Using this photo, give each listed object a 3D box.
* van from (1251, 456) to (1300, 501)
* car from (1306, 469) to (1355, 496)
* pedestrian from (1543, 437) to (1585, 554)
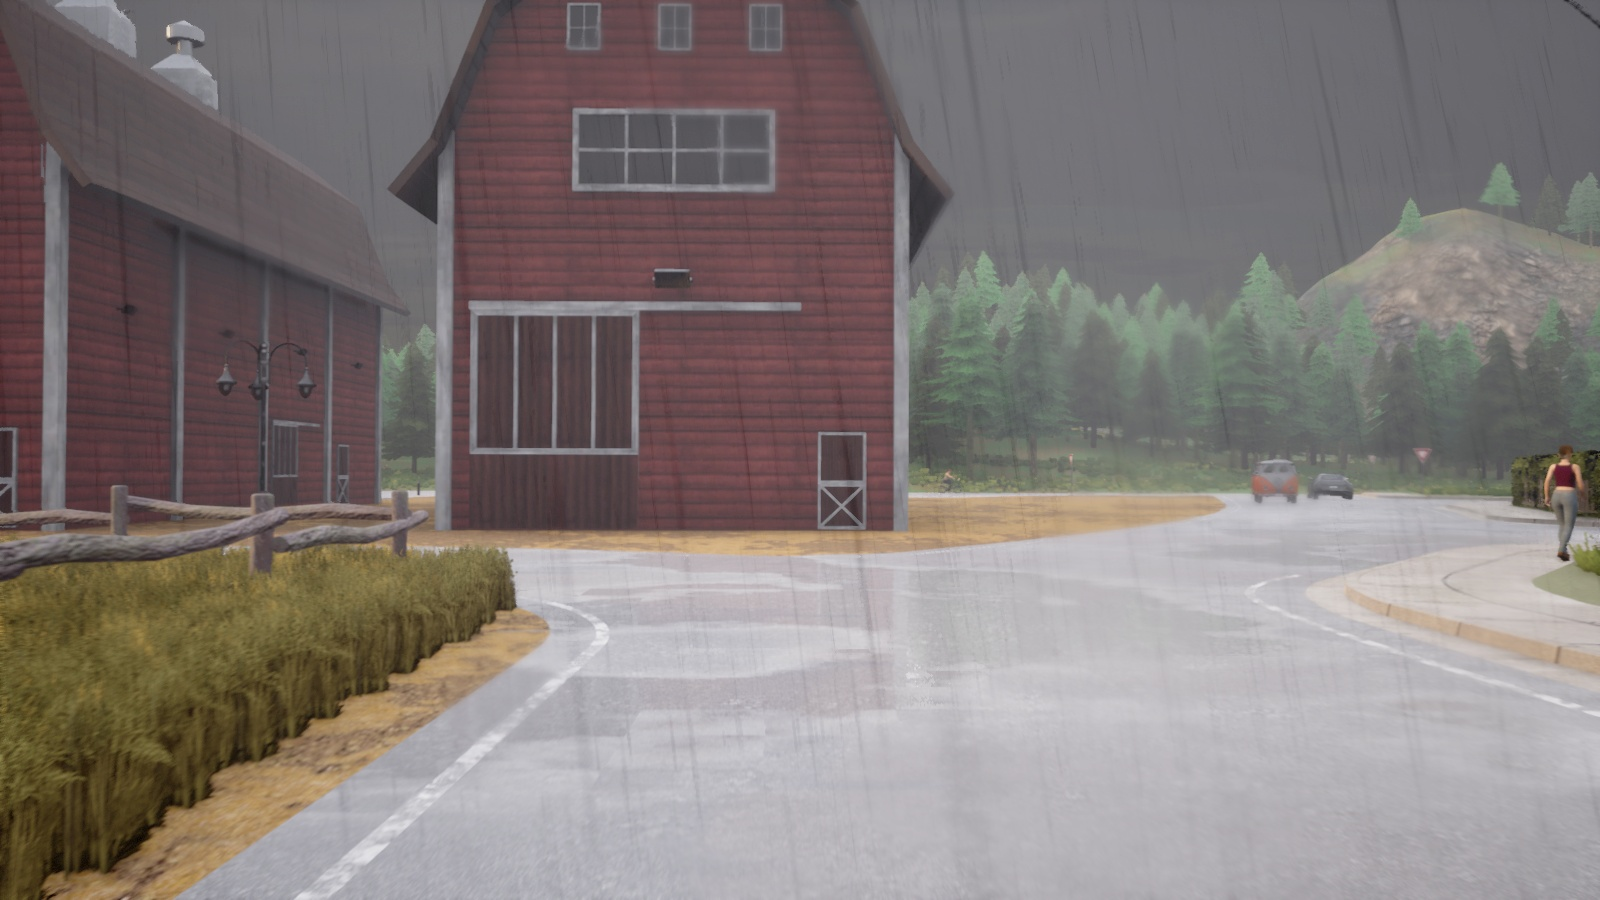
[{"bbox_3d":[21.947,1.284,58.041,1.775,1.987,4.442,-1,-1,16],"label":"van"},{"bbox_3d":[27.972,1.681,66.339,1.994,1.385,4.181,-1,-1,17],"label":"car"},{"bbox_3d":[12.157,0.716,19.976,0.594,1.836,0.345,0,-1,-35],"label":"pedestrian"}]
